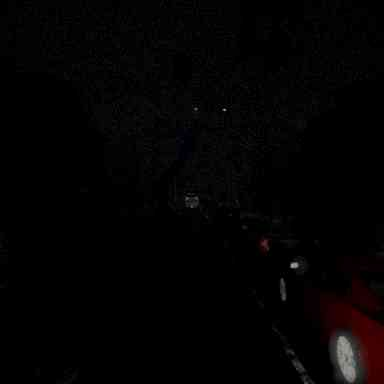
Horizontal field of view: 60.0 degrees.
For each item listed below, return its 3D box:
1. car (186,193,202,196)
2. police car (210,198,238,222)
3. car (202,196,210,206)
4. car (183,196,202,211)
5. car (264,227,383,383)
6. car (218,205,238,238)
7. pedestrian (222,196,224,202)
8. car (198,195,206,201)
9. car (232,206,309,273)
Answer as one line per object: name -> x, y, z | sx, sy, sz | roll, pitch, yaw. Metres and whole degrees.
car -> -0.022, 1.232, 51.755 | 2.150, 2.045, 5.566 | 0, 0, 0
police car -> 2.739, 1.422, 26.369 | 1.930, 1.638, 5.238 | 0, 0, 0
car -> 2.598, 1.564, 55.070 | 2.008, 1.369, 4.403 | -1, 0, 0
car -> 0.008, 1.529, 41.746 | 1.812, 1.442, 4.674 | 0, 0, 0
car -> 2.621, 1.541, 5.160 | 1.887, 1.381, 4.507 | -1, 0, 0
car -> 2.616, 1.545, 16.250 | 2.008, 1.369, 4.403 | -1, 0, 0
pedestrian -> 2.737, 1.291, 29.360 | 0.375, 1.860, 0.375 | -1, 1, -10
car -> 2.584, 1.596, 87.515 | 1.887, 1.381, 4.507 | -1, 0, 0
car -> 2.616, 1.435, 10.705 | 1.967, 1.590, 4.097 | -1, 0, 0
